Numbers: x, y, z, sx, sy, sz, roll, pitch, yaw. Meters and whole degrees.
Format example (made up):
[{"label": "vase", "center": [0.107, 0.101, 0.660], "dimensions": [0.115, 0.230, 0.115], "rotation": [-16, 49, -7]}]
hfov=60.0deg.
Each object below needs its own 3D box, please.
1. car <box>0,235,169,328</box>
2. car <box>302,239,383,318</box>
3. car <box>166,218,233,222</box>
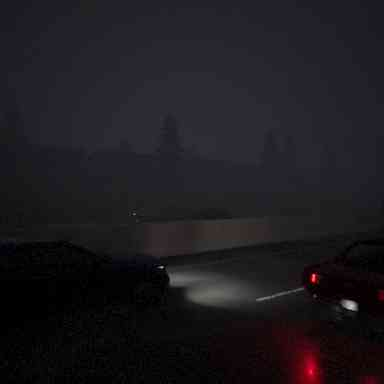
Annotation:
[{"label": "car", "center": [-2.644, 1.535, 6.160], "dimensions": [4.674, 1.442, 1.812], "rotation": [1, 0, -36]}, {"label": "car", "center": [4.502, 1.654, 6.959], "dimensions": [4.718, 1.301, 1.895], "rotation": [0, 0, -36]}, {"label": "car", "center": [0.750, 1.655, 21.724], "dimensions": [4.181, 1.385, 1.994], "rotation": [0, 0, -36]}]
